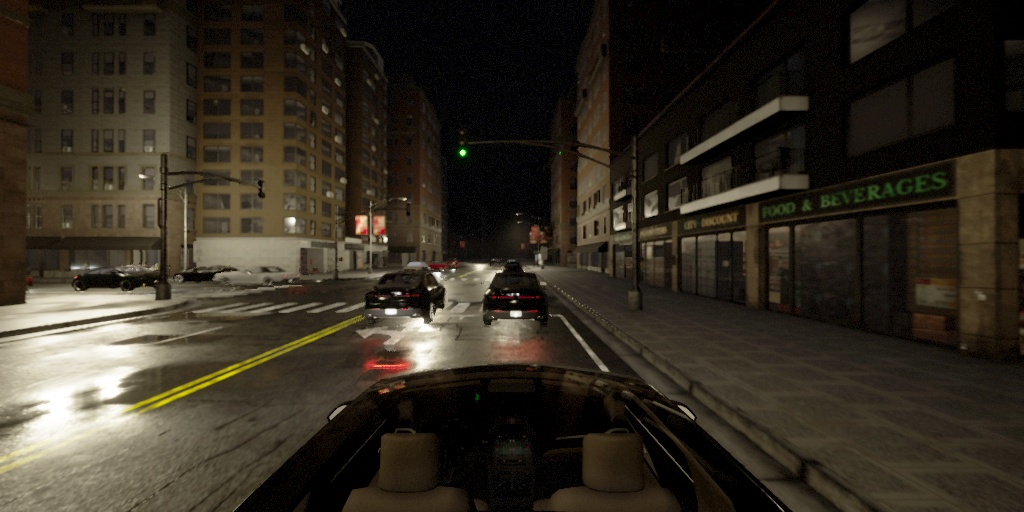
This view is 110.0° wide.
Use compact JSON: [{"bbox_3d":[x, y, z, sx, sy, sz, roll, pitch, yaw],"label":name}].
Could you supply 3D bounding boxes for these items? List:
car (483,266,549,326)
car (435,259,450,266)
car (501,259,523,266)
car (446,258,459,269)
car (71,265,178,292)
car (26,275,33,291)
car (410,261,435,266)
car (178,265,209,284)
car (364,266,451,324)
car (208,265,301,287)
[{"bbox_3d":[0.102,1.249,11.666,1.837,1.490,4.892,0,0,0],"label":"car"},{"bbox_3d":[-9.822,1.337,46.720,1.895,1.301,4.718,0,0,0],"label":"car"},{"bbox_3d":[0.105,1.263,34.332,1.812,1.442,4.674,0,0,0],"label":"car"},{"bbox_3d":[-9.742,1.089,56.916,2.097,1.767,4.553,0,0,0],"label":"car"},{"bbox_3d":[-22.540,1.297,20.770,4.181,1.385,1.994,0,0,0],"label":"car"},{"bbox_3d":[-27.845,1.037,18.253,5.009,1.841,2.192,0,0,0],"label":"car"},{"bbox_3d":[-9.843,1.285,37.120,2.033,1.411,5.357,0,0,0],"label":"car"},{"bbox_3d":[-22.145,1.324,26.251,4.313,1.339,1.948,0,0,0],"label":"car"},{"bbox_3d":[-3.378,1.249,12.051,1.837,1.490,4.892,0,0,-3],"label":"car"},{"bbox_3d":[-16.867,1.348,23.790,4.718,1.301,1.895,0,0,2],"label":"car"}]
